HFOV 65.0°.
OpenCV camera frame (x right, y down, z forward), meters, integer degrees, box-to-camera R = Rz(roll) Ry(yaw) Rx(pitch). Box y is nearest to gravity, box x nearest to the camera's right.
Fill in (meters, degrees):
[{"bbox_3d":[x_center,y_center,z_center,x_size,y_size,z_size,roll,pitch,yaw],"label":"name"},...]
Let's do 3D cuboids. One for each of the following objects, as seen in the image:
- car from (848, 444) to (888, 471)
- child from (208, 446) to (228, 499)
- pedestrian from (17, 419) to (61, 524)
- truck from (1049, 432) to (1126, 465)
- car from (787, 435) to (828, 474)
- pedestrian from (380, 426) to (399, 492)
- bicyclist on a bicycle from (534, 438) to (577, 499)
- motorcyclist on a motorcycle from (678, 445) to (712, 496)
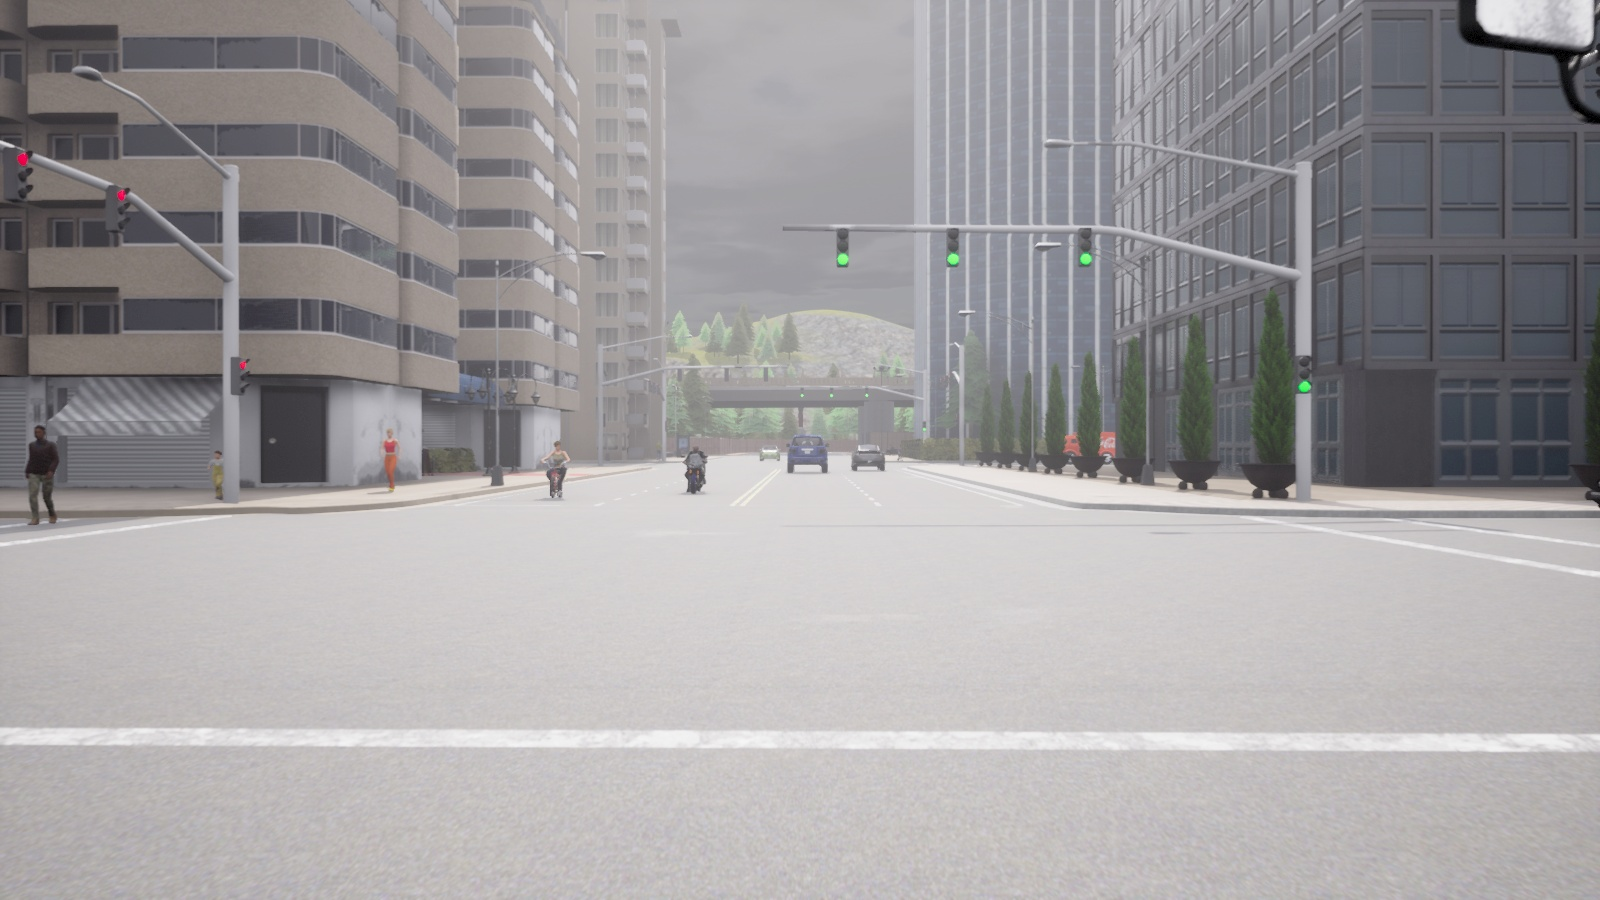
[{"bbox_3d":[3.945,0.409,73.579,2.128,1.511,4.902,0,0,0],"label":"car"},{"bbox_3d":[-13.961,0.542,30.123,0.270,1.263,0.437,0,0,-2],"label":"child"},{"bbox_3d":[-13.579,0.383,22.414,0.431,1.840,0.703,0,0,-9],"label":"pedestrian"},{"bbox_3d":[21.677,-0.107,94.926,5.204,2.467,2.627,0,0,0],"label":"truck"},{"bbox_3d":[0.415,0.191,68.576,2.150,2.045,5.566,0,1,1],"label":"car"},{"bbox_3d":[-11.632,0.252,35.582,0.345,1.836,0.594,0,0,3],"label":"pedestrian"},{"bbox_3d":[-6.776,0.532,34.846,0.866,1.612,1.509,0,-4,1],"label":"bicyclist on a bicycle"},{"bbox_3d":[-3.256,0.620,39.206,0.866,1.530,2.191,0,0,0],"label":"motorcyclist on a motorcycle"}]
